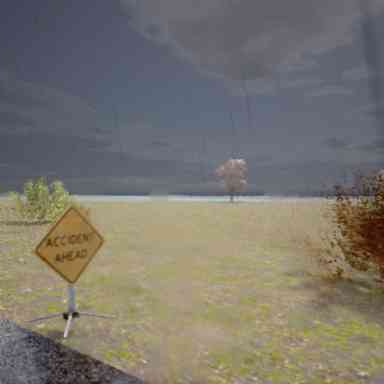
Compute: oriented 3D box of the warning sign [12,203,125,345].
[{"bbox_3d":[-1.928,1.124,5.300,1.060,1.860,1.300,0,0,35],"label":"warning sign"}]
